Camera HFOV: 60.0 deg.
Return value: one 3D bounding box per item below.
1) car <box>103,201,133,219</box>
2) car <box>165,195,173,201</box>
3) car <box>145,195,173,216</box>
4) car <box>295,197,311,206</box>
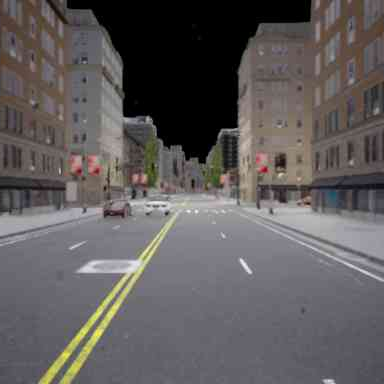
[{"bbox_3d":[-6.564,1.521,29.811,1.882,1.535,5.008,0,0,0],"label":"car"},{"bbox_3d":[-6.471,1.614,93.891,1.837,1.490,4.892,0,0,0],"label":"car"},{"bbox_3d":[-3.293,1.272,33.275,2.150,2.045,5.566,0,0,0],"label":"car"},{"bbox_3d":[18.933,1.495,54.138,4.097,1.590,1.967,0,0,0],"label":"car"}]
